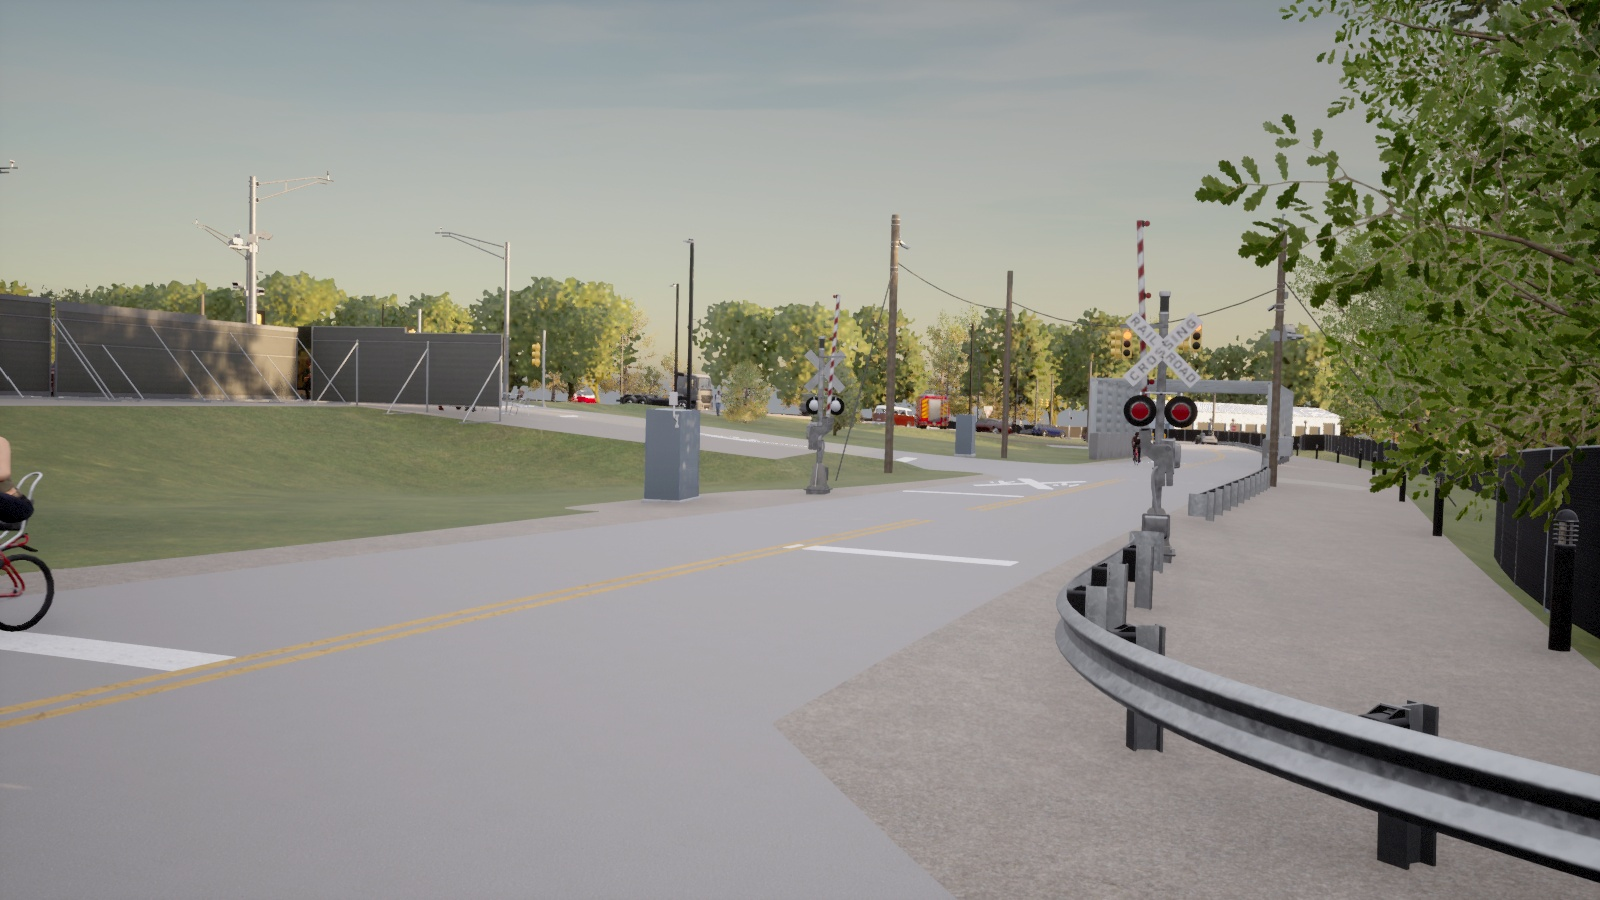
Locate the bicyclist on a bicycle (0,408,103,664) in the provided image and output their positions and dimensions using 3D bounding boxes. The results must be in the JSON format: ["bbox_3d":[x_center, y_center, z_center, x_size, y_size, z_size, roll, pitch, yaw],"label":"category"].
[{"bbox_3d":[-5.443,0.537,8.035,0.866,1.612,1.509,1,2,19],"label":"bicyclist on a bicycle"}]
